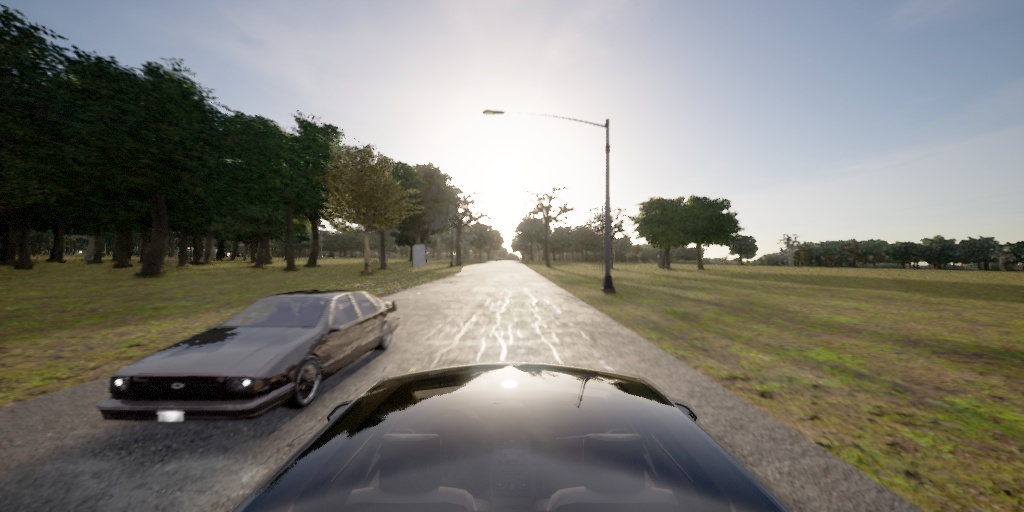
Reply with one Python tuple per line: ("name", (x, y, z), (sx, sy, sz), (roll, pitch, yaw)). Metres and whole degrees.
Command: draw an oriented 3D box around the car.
("car", (-3.601, 1.328, 6.447), (2.033, 1.411, 5.357), (0, 0, 0))
